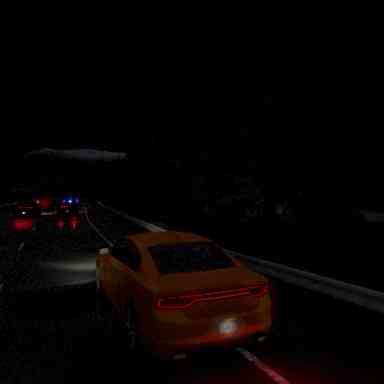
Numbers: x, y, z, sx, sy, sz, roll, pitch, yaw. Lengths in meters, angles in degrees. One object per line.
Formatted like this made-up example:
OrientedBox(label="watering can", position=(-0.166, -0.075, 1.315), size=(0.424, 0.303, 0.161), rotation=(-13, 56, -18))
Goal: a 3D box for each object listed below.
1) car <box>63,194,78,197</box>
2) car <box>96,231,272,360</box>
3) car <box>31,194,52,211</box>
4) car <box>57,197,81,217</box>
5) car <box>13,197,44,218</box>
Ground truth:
OrientedBox(label="car", position=(-15.104, 1.221, 41.493), size=(2.150, 2.045, 5.566), rotation=(0, 0, -18))
OrientedBox(label="car", position=(-0.584, 1.478, 6.283), size=(1.882, 1.535, 5.008), rotation=(0, 0, -24))
OrientedBox(label="car", position=(-18.277, 1.221, 40.119), size=(2.150, 2.045, 5.566), rotation=(0, 0, -19))
OrientedBox(label="car", position=(-11.732, 1.491, 31.576), size=(2.128, 1.511, 4.902), rotation=(0, 0, -19))
OrientedBox(label="car", position=(-14.914, 1.505, 30.203), size=(1.837, 1.490, 4.892), rotation=(0, 0, -19))
